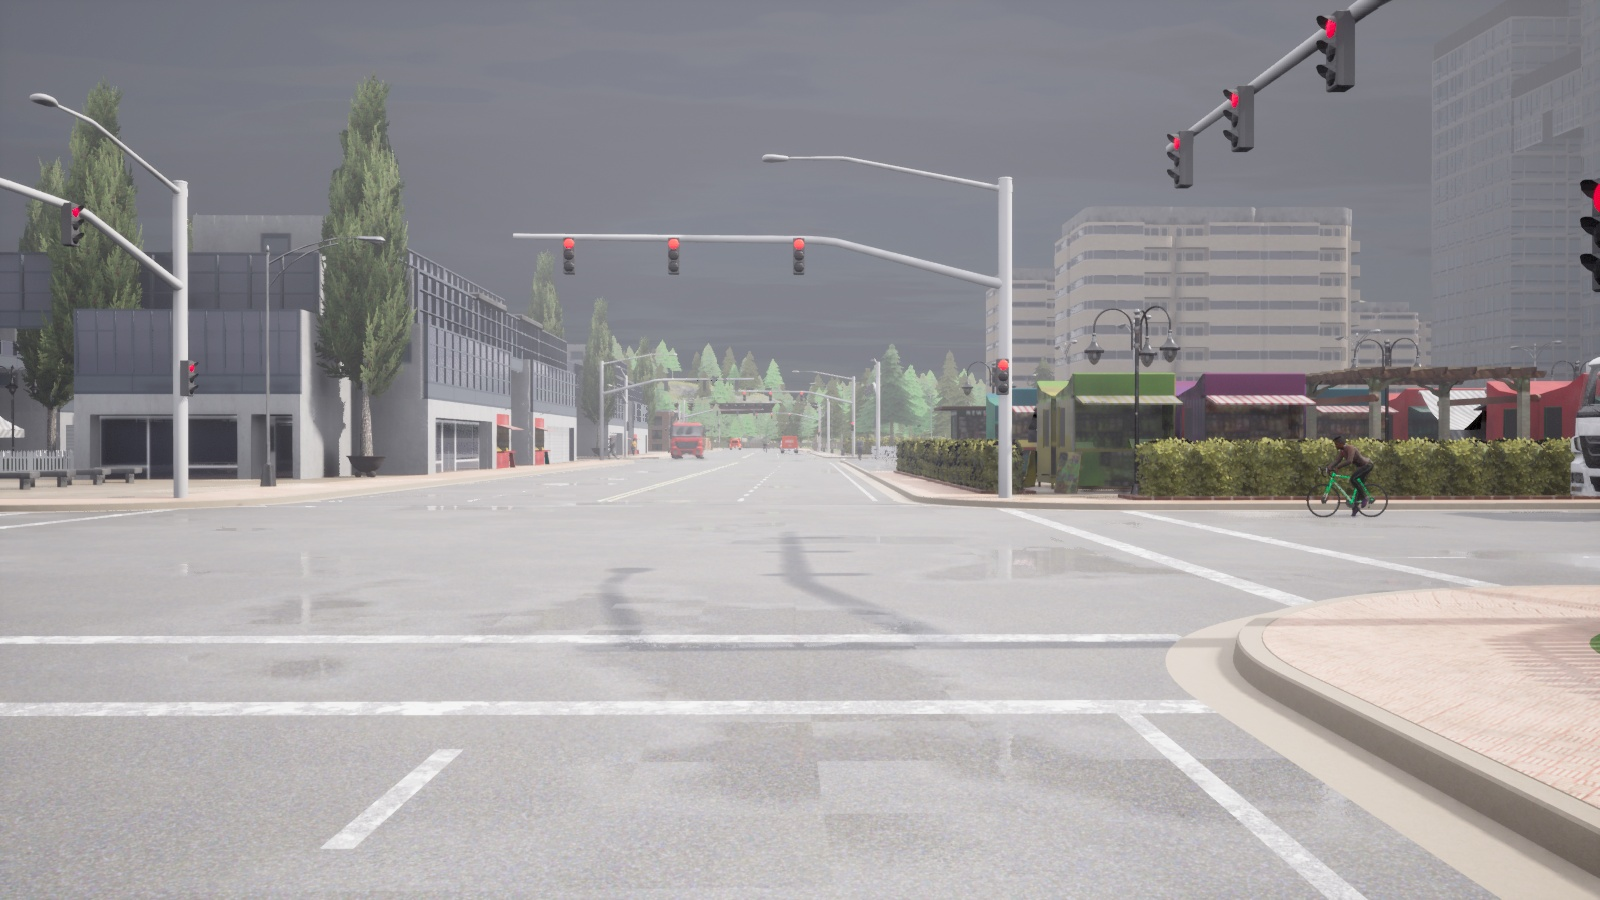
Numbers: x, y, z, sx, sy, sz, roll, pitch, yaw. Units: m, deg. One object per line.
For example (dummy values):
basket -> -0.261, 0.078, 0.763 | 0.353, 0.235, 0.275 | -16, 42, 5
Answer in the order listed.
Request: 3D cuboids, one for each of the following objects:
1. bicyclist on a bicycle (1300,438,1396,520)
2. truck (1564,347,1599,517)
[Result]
bicyclist on a bicycle -> 10.932, 0.567, 25.075 | 1.656, 1.620, 0.582 | 0, 0, -1
truck -> 20.193, -0.362, 25.251 | 7.936, 3.462, 2.891 | 0, 0, -1
